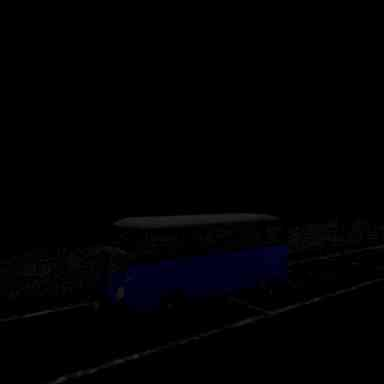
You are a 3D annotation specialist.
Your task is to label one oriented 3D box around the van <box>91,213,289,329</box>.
[{"bbox_3d":[0.148,1.342,6.645,3.998,1.788,1.690,0,0,-35],"label":"van"}]
